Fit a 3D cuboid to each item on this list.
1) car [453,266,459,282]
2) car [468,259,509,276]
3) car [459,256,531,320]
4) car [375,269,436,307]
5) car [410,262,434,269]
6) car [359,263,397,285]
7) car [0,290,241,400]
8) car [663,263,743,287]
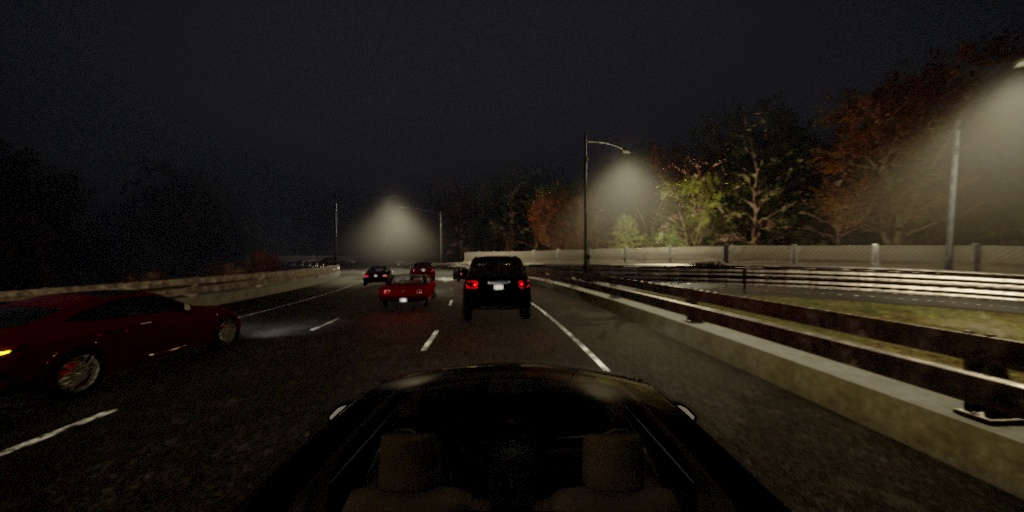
[{"bbox_3d":[-4.067,1.509,31.324,1.895,1.301,4.718,0,0,-16],"label":"car"},{"bbox_3d":[-2.603,1.236,39.348,2.097,1.767,4.553,0,0,-42],"label":"car"},{"bbox_3d":[-0.660,1.030,13.217,2.150,2.045,5.566,0,0,-6],"label":"car"},{"bbox_3d":[-4.516,1.442,16.183,1.895,1.301,4.718,0,0,-7],"label":"car"},{"bbox_3d":[-8.256,1.288,33.049,2.097,1.767,4.553,-1,0,-16],"label":"car"},{"bbox_3d":[-10.336,1.472,27.897,2.033,1.411,5.357,0,0,-15],"label":"car"},{"bbox_3d":[-7.179,1.332,6.414,1.812,1.442,4.674,0,0,-3],"label":"car"},{"bbox_3d":[13.025,1.192,24.658,4.892,1.490,1.837,0,0,37],"label":"car"}]
